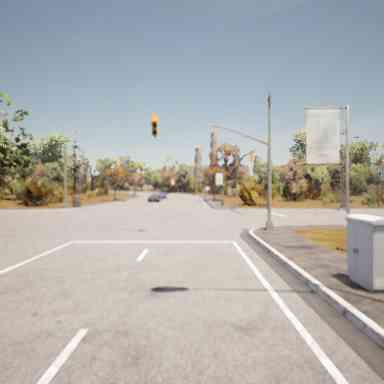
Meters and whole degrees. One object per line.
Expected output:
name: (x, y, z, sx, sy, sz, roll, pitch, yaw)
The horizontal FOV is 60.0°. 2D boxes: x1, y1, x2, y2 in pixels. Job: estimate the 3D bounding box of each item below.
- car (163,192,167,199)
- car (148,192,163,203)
car: (-6.699, 0.836, 76.136, 1.882, 1.535, 5.008, 0, 1, 0)
car: (-6.799, 1.106, 59.826, 1.882, 1.535, 5.008, 0, 1, 1)
